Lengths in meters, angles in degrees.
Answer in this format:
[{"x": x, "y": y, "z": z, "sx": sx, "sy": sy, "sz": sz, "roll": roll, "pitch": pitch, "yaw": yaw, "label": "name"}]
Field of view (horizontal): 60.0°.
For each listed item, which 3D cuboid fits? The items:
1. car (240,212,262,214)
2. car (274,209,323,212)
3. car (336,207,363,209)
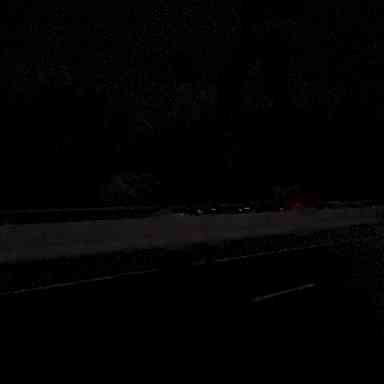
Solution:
[{"x": 6.824, "y": 1.552, "z": 34.627, "sx": 4.892, "sy": 1.490, "sz": 1.837, "roll": 0, "pitch": 0, "yaw": -35, "label": "car"}, {"x": 10.791, "y": 1.275, "z": 33.161, "sx": 5.566, "sy": 2.045, "sz": 2.150, "roll": 0, "pitch": 0, "yaw": -35, "label": "car"}, {"x": 14.814, "y": 1.583, "z": 31.717, "sx": 4.674, "sy": 1.442, "sz": 1.812, "roll": 0, "pitch": 0, "yaw": -35, "label": "car"}]
